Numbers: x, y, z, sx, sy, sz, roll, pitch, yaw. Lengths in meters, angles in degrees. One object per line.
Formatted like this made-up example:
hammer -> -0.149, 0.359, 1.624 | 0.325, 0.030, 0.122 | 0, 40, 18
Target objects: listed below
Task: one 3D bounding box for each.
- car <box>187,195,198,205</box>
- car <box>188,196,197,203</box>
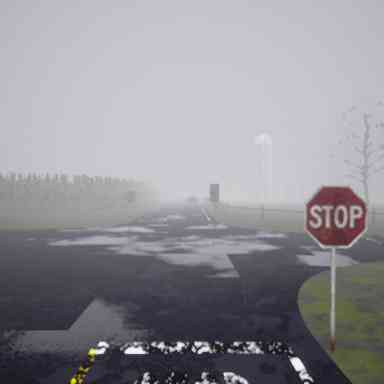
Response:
car -> 0.080, 1.385, 61.316 | 2.097, 1.767, 4.553 | 0, 0, 0
car -> 0.027, 1.570, 71.369 | 1.895, 1.301, 4.718 | 0, 0, 0
